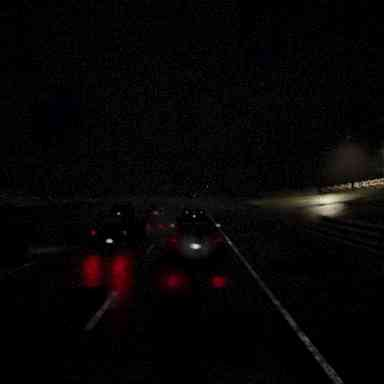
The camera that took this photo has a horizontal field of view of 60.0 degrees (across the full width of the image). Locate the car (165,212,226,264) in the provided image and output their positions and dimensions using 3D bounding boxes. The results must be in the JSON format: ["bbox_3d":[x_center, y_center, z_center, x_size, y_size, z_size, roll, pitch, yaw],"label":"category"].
[{"bbox_3d":[0.119,1.660,12.233,1.994,1.385,4.181,0,0,0],"label":"car"}]

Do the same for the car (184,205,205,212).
[{"bbox_3d":[0.207,1.843,31.107,1.895,1.301,4.718,0,0,0],"label":"car"}]

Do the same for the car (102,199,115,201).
[{"bbox_3d":[-17.203,2.125,71.414,1.994,1.385,4.181,0,-1,0],"label":"car"}]

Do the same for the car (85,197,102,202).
[{"bbox_3d":[-20.703,1.928,71.462,2.097,1.767,4.553,0,-1,0],"label":"car"}]

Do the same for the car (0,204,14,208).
[{"bbox_3d":[-17.495,1.782,30.047,2.033,1.411,5.357,0,0,0],"label":"car"}]

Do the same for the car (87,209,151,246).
[{"bbox_3d":[-3.361,1.724,15.833,1.895,1.301,4.718,0,0,0],"label":"car"}]

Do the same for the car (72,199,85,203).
[{"bbox_3d":[-24.203,2.125,71.446,1.994,1.385,4.181,0,-1,0],"label":"car"}]

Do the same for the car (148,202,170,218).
[{"bbox_3d":[-3.285,1.748,32.899,2.128,1.511,4.902,0,0,0],"label":"car"}]

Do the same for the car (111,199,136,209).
[{"bbox_3d":[-6.784,1.762,33.039,1.837,1.490,4.892,0,0,0],"label":"car"}]

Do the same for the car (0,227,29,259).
[{"bbox_3d":[-6.897,1.606,10.254,1.812,1.442,4.674,0,0,0],"label":"car"}]
